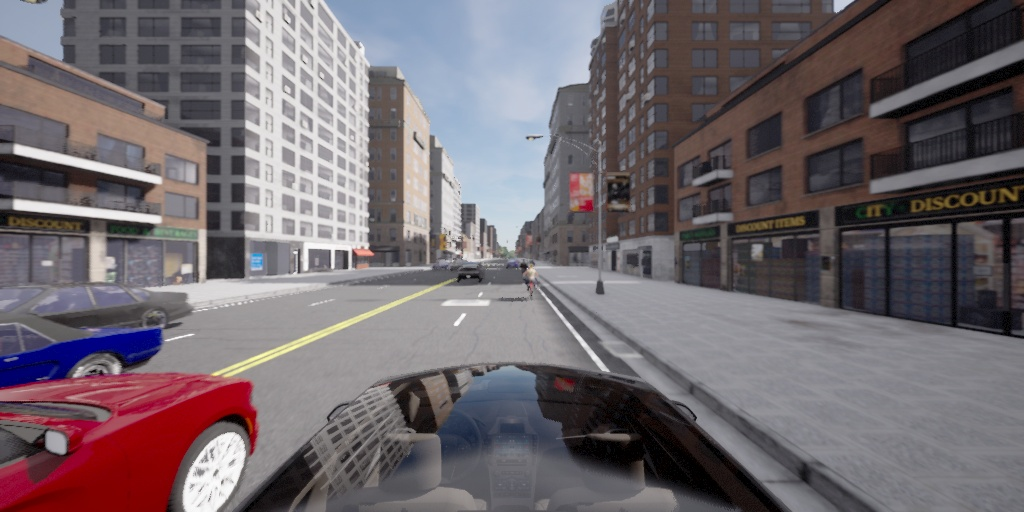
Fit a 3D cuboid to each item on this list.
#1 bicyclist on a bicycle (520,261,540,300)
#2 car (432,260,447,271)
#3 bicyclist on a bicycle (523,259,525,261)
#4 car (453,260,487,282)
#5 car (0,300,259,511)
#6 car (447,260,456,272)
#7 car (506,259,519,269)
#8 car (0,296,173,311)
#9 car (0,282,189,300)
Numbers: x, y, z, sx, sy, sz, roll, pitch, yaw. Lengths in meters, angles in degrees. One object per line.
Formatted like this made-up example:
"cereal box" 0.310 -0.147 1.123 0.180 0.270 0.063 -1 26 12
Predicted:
"bicyclist on a bicycle" 0.879 1.175 16.641 0.866 1.612 1.509 0 0 0
"car" -9.806 1.241 50.051 1.812 1.442 4.674 0 0 0
"bicyclist on a bicycle" 0.898 1.102 27.378 0.659 1.776 1.843 0 0 0
"car" -3.145 1.234 28.370 1.837 1.490 4.892 0 0 0
"car" -3.149 1.228 1.099 1.882 1.535 5.008 0 0 0
"car" -6.575 1.222 45.167 1.837 1.490 4.892 0 1 0
"car" 0.097 1.238 56.948 1.812 1.442 4.674 0 0 0
"car" -6.599 1.349 3.568 1.895 1.301 4.718 0 0 0
"car" -9.850 1.292 7.673 2.033 1.411 5.357 0 0 0
